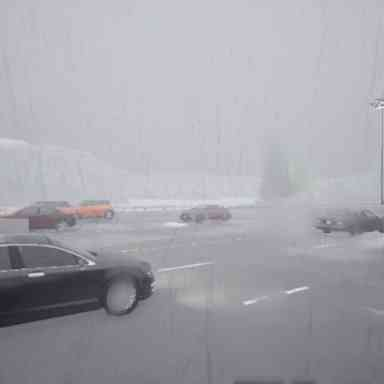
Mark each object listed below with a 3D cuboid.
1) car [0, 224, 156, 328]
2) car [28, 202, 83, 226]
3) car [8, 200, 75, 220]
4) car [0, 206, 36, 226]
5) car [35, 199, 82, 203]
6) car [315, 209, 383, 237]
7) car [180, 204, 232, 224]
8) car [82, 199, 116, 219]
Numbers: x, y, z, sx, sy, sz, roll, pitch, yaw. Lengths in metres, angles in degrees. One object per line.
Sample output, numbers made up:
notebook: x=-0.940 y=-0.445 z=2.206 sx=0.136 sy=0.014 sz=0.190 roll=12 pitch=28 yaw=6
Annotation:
car: x=-2.987 y=1.510 z=5.915 sx=4.892 sy=1.490 sz=1.837 roll=0 pitch=0 yaw=-35
car: x=-9.163 y=1.499 z=18.891 sx=5.008 sy=1.535 sz=1.882 roll=1 pitch=-1 yaw=-35
car: x=-13.065 y=1.516 z=28.974 sx=5.008 sy=1.535 sz=1.882 roll=1 pitch=0 yaw=-35
car: x=-6.406 y=1.347 z=7.781 sx=4.553 sy=1.767 sz=2.097 roll=0 pitch=0 yaw=-35
car: x=-10.226 y=1.380 z=22.421 sx=4.553 sy=1.767 sz=2.097 roll=0 pitch=0 yaw=-35
car: x=9.269 y=1.668 z=18.991 sx=5.357 sy=1.411 sz=2.033 roll=0 pitch=0 yaw=-35
car: x=1.114 y=1.668 z=26.149 sx=4.181 sy=1.385 sz=1.994 roll=0 pitch=0 yaw=-35
car: x=-8.773 y=1.408 z=27.699 sx=4.553 sy=1.767 sz=2.097 roll=0 pitch=0 yaw=-35
